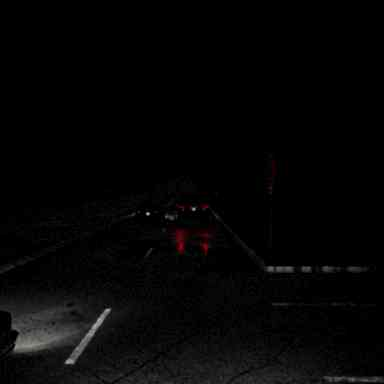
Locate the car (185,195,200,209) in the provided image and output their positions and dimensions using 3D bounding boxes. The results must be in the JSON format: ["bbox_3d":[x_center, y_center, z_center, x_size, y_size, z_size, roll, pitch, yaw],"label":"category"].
[{"bbox_3d":[0.067,1.160,42.053,1.882,1.535,5.008,0,1,0],"label":"car"}]

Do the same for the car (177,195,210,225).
[{"bbox_3d":[0.077,1.204,24.082,2.150,2.045,5.566,0,0,-1],"label":"car"}]

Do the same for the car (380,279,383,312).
[{"bbox_3d":[5.564,1.391,5.263,4.553,1.767,2.185,0,0,0],"label":"car"}]

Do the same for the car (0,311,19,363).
[{"bbox_3d":[-3.151,1.563,1.813,2.033,1.411,5.357,0,0,0],"label":"car"}]

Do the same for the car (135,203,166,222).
[{"bbox_3d":[-3.171,1.530,25.916,1.994,1.385,4.181,0,1,0],"label":"car"}]
